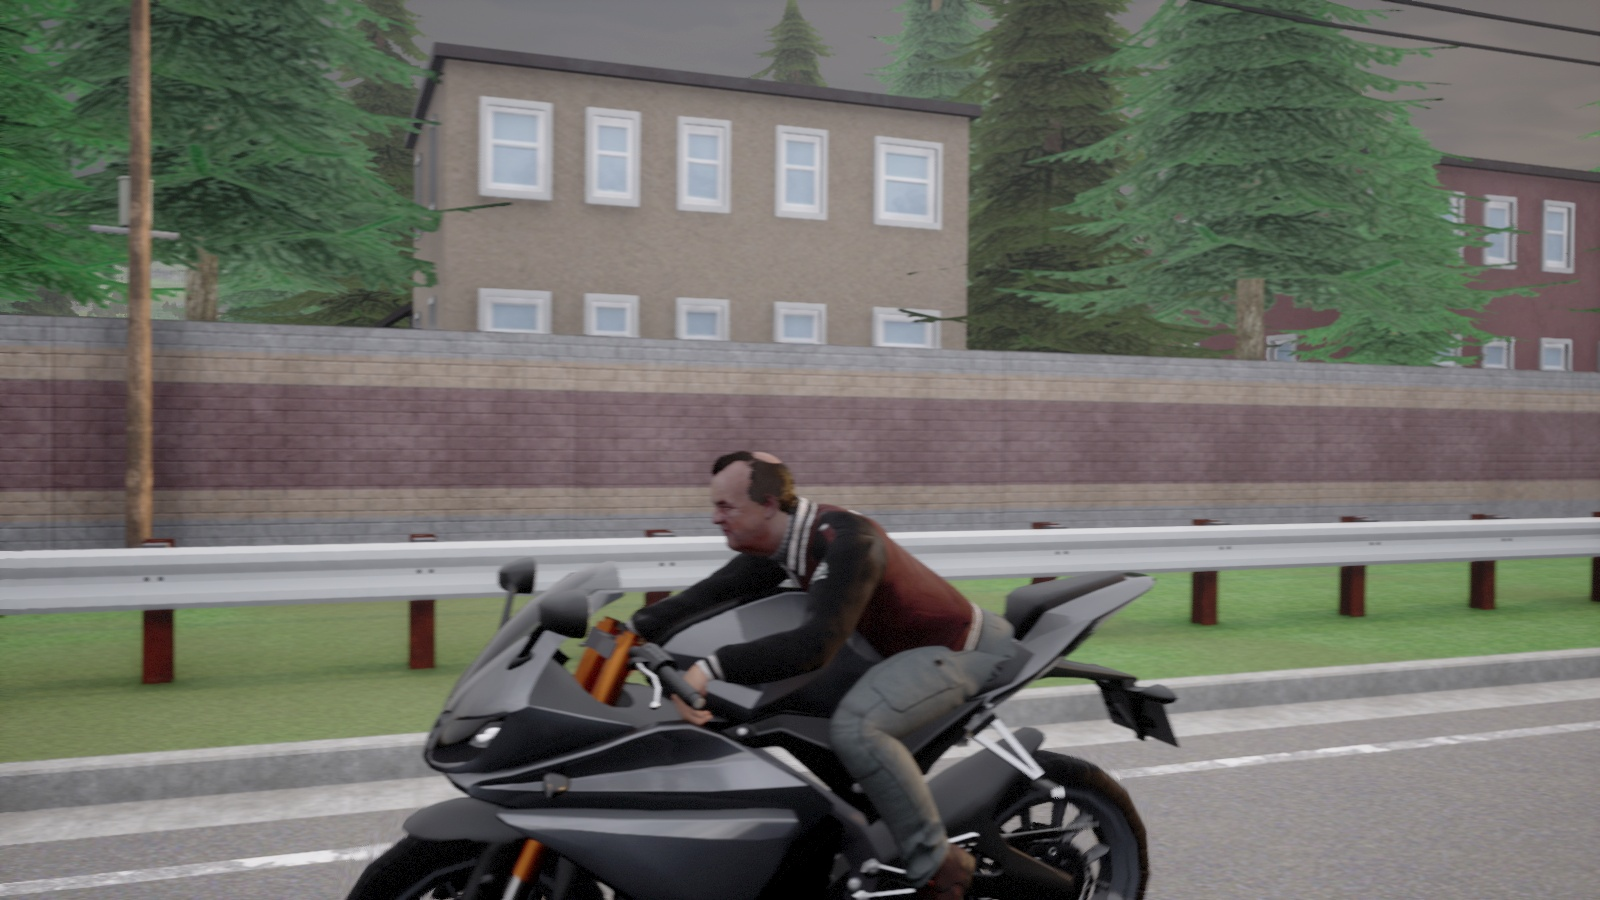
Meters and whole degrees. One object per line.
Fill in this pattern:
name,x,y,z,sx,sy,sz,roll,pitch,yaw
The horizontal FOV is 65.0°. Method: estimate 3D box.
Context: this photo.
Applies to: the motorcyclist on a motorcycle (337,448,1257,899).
motorcyclist on a motorcycle,-0.008,0.781,3.237,2.191,1.530,0.866,-1,1,-21
